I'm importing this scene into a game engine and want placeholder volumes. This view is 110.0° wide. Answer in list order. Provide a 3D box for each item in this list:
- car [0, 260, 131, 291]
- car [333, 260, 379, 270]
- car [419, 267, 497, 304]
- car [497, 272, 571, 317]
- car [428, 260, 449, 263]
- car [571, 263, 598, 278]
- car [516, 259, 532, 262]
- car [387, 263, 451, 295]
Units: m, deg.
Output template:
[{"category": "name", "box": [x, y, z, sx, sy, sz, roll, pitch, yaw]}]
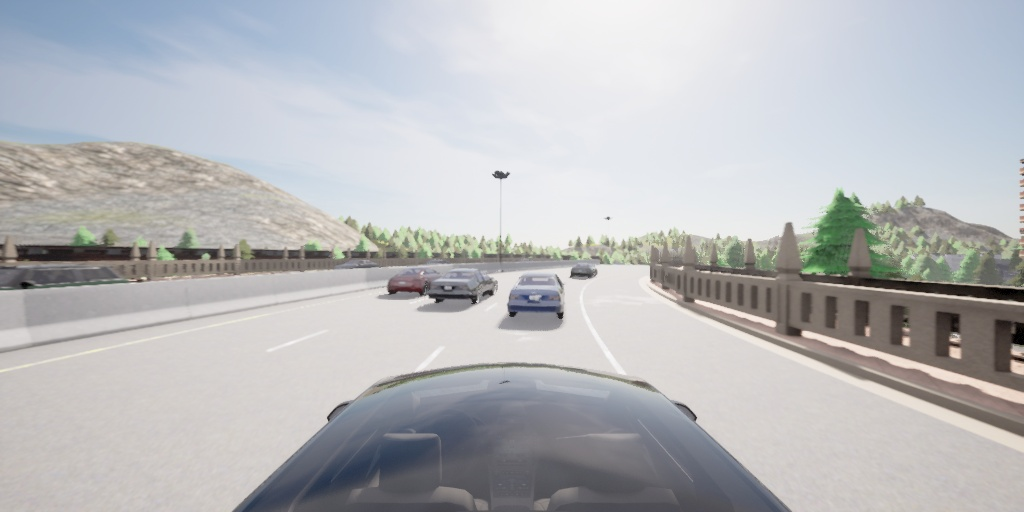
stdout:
[{"category": "car", "box": [-13.550, 1.025, 9.876, 2.097, 1.767, 4.553, 0, 0, 6]}, {"category": "car", "box": [-15.275, 1.131, 35.335, 2.128, 1.511, 4.902, 0, 0, 19]}, {"category": "car", "box": [-2.035, 1.273, 16.263, 2.033, 1.411, 5.357, 0, 0, 10]}, {"category": "car", "box": [1.016, 1.291, 13.180, 2.033, 1.411, 5.357, 0, 0, 8]}, {"category": "car", "box": [-8.943, 1.173, 42.140, 1.837, 1.490, 4.892, 0, -1, 24]}, {"category": "car", "box": [6.931, 1.317, 34.292, 1.994, 1.385, 4.181, 0, 0, 22]}, {"category": "car", "box": [1.893, 1.216, 55.963, 1.837, 1.490, 4.892, 0, 0, 28]}, {"category": "car", "box": [-4.932, 1.272, 19.298, 1.994, 1.385, 4.181, 0, 0, 11]}]
